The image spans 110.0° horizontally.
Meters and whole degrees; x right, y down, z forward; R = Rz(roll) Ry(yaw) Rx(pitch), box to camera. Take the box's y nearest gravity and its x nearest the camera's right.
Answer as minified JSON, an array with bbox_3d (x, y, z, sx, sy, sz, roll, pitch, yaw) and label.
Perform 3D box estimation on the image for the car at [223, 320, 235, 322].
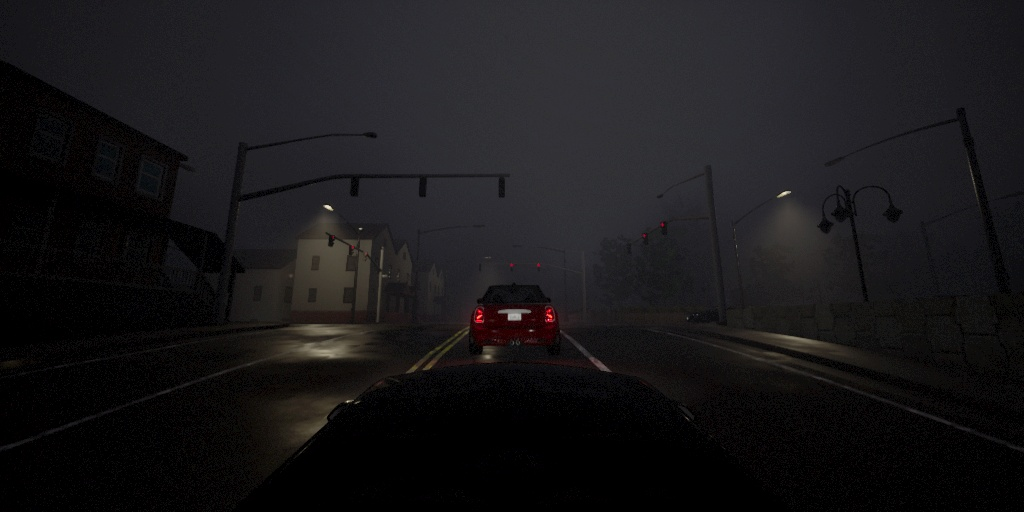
[{"bbox_3d":[-19.903,5.184,24.880,5.008,1.535,1.882,-9,-10,0],"label":"car"}]

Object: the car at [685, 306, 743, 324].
[{"bbox_3d":[16.297,4.659,28.290,4.902,1.511,2.128,0,-10,1],"label":"car"}]

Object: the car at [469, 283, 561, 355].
[{"bbox_3d":[0.057,1.576,10.058,2.097,1.767,4.553,-1,-6,0],"label":"car"}]

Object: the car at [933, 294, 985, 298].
[{"bbox_3d":[32.055,3.690,24.492,5.566,2.045,2.150,0,-10,1],"label":"car"}]
